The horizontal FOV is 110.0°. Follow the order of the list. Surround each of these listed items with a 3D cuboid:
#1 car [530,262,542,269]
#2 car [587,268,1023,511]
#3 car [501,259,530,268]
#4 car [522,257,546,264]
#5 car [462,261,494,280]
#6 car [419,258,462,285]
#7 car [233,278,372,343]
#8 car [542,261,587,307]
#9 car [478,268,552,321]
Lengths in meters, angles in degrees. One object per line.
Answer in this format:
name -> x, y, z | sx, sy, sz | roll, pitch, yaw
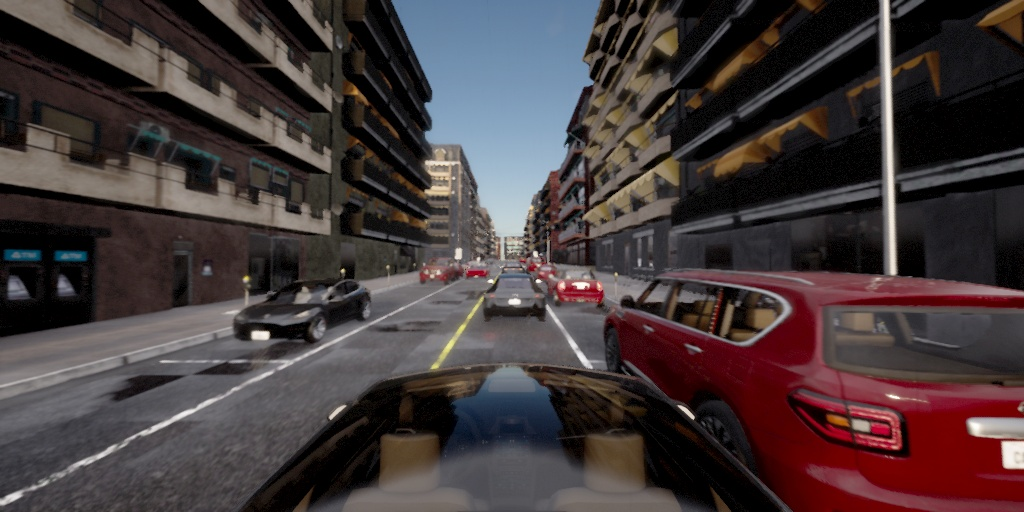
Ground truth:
car -> 2.537, 1.308, 26.282 | 1.802, 1.307, 4.207 | 0, 0, 0
car -> 2.533, 1.061, 4.157 | 2.192, 1.841, 5.009 | 0, 0, 0
car -> 0.096, 1.218, 29.739 | 2.128, 1.511, 4.902 | 0, 0, 0
car -> 2.539, 1.043, 37.344 | 2.192, 1.841, 5.009 | 0, 0, 0
car -> -2.844, 1.328, 30.737 | 1.895, 1.301, 4.718 | 0, 0, 0
car -> -5.311, 1.042, 26.338 | 2.192, 1.841, 5.009 | 0, 0, 0
car -> -5.314, 1.304, 9.749 | 1.948, 1.339, 4.313 | 0, 0, 0
car -> 2.535, 1.172, 15.220 | 1.967, 1.591, 4.097 | 0, 0, 0
car -> 0.087, 1.300, 12.475 | 1.994, 1.385, 4.181 | 0, 0, 0
